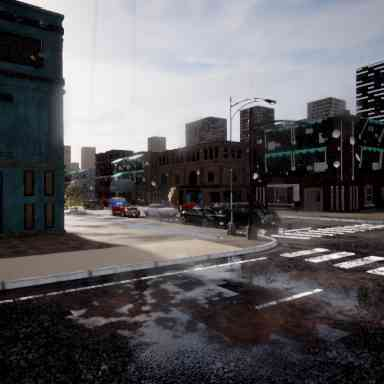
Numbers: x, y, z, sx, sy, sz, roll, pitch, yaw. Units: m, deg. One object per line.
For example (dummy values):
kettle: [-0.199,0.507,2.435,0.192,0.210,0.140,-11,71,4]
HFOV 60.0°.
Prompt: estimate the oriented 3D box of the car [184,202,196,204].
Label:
car: [-0.329,1.903,40.825,1.802,1.307,4.206,-2,0,-35]

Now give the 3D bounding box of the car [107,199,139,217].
car: [-7.169,1.846,35.978,1.967,1.590,4.097,-1,0,-35]

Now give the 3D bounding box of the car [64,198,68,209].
car: [-23.067,2.232,58.422,1.752,1.417,4.829,-1,0,-35]

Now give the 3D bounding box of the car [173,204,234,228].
car: [0.757,1.814,24.585,1.947,1.339,4.313,-1,0,-35]

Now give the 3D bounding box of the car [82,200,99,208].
car: [-19.270,2.230,63.093,1.994,1.385,4.181,-1,0,-35]

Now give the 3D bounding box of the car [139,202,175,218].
car: [-3.362,1.947,35.106,1.895,1.301,4.718,-1,0,-35]

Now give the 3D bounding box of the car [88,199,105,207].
car: [-19.528,2.227,67.923,1.887,1.381,4.507,-1,0,-35]

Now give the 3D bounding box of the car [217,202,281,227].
car: [4.232,1.549,24.269,2.097,1.767,4.553,-1,0,-34]

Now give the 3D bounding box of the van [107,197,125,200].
van: [-13.133,1.907,58.890,1.690,1.788,3.998,-1,0,-35]

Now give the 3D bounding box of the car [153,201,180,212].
car: [-3.528,1.966,45.341,1.802,1.307,4.206,-2,0,-35]

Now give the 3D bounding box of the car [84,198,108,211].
car: [-15.302,2.084,52.097,1.837,1.490,4.892,-1,-1,-35]
